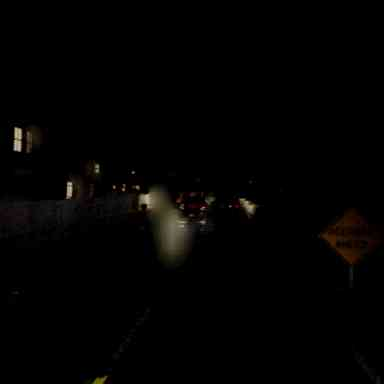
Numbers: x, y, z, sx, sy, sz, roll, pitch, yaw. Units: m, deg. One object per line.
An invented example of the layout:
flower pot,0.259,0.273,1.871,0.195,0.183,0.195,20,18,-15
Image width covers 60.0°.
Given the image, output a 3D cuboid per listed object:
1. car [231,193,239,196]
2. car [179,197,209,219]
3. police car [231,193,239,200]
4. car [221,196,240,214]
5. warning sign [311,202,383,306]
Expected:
car,5.428,1.319,46.645,1.837,1.490,4.892,2,1,7
car,0.230,1.176,27.102,2.097,1.767,4.553,2,0,7
police car,10.489,1.085,81.443,1.930,1.638,5.238,1,0,7
car,3.998,1.415,34.397,2.033,1.411,5.357,2,0,7
warning sign,3.192,1.161,6.681,1.300,1.860,1.060,1,0,7
